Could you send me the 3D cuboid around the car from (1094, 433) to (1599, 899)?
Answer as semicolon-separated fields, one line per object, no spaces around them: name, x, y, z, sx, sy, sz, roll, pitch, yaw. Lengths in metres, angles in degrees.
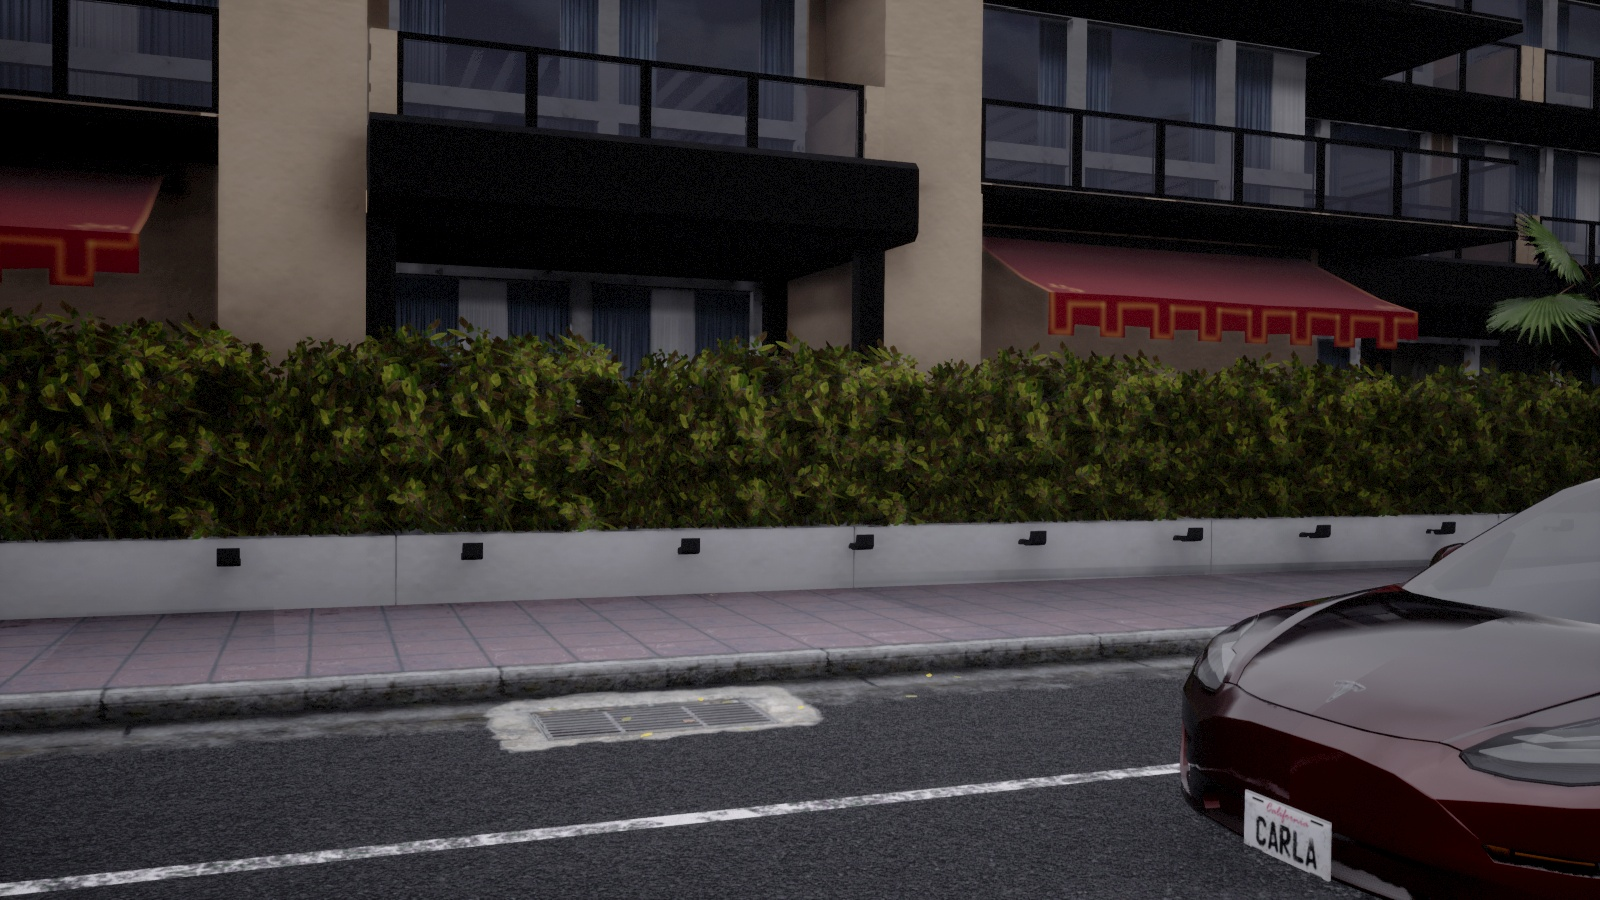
car;3.760;0.681;4.671;4.792;1.488;2.163;-1;1;-21
